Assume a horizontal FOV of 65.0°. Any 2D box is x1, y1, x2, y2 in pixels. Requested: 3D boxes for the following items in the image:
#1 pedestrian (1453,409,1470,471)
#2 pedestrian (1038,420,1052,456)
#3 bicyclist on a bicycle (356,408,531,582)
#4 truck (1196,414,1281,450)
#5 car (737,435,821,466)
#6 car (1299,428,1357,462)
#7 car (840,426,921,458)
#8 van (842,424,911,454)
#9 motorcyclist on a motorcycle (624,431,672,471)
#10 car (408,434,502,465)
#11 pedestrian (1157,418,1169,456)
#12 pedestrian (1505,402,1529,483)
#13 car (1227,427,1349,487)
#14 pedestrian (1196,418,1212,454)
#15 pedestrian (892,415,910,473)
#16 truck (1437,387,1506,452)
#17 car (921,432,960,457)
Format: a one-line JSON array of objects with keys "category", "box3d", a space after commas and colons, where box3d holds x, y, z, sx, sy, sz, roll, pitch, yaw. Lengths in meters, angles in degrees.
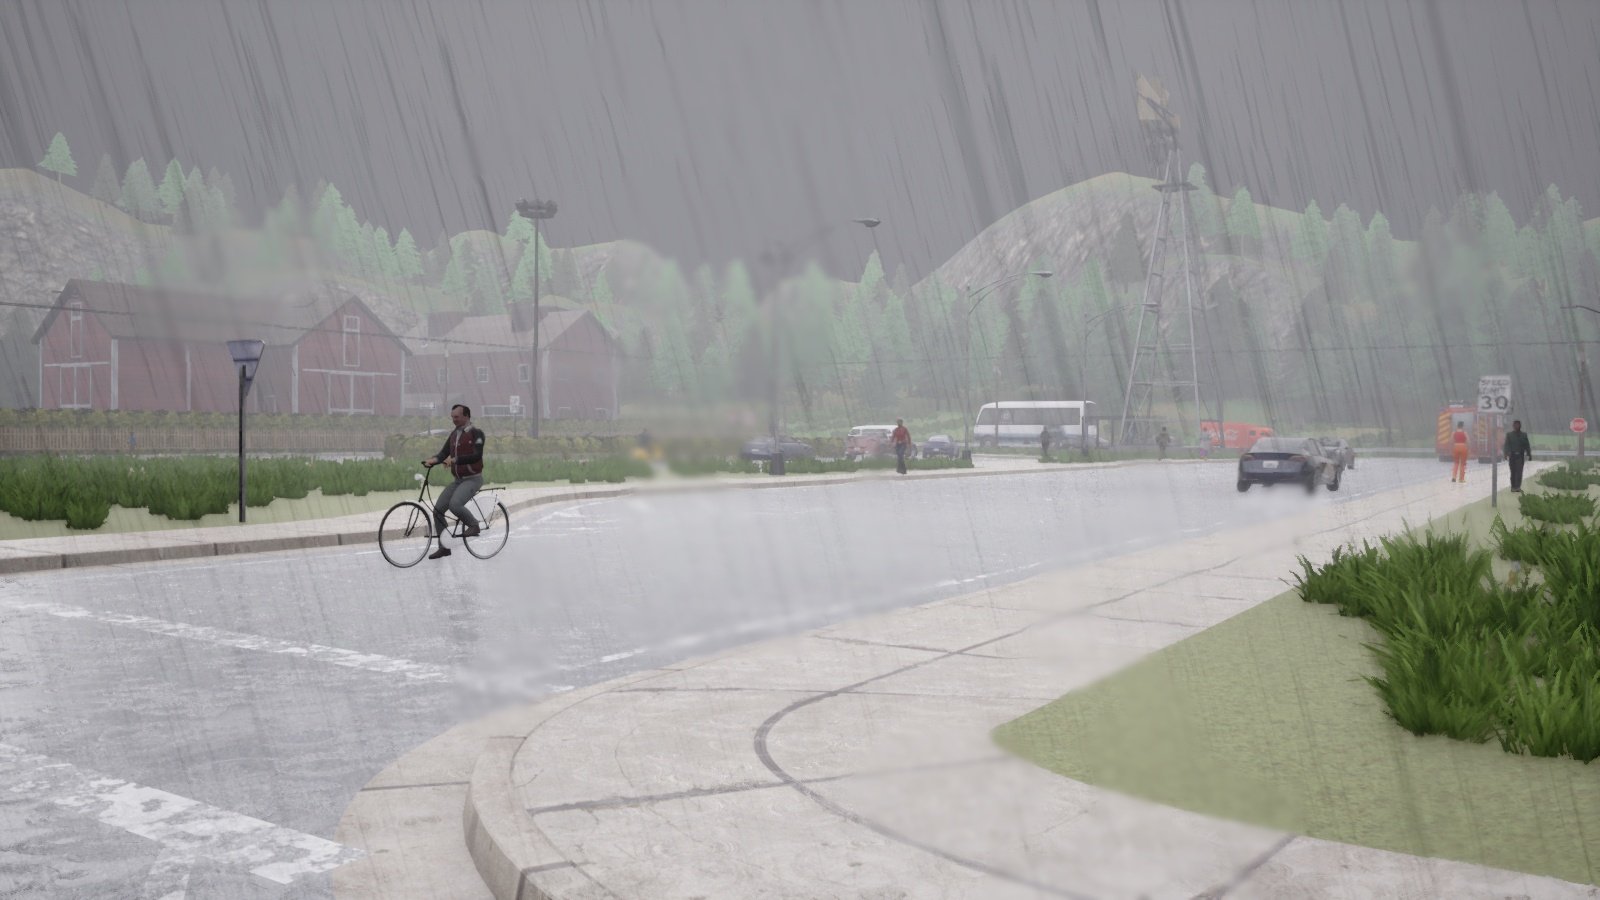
[{"category": "pedestrian", "box3d": [19.795, -0.306, 37.587, 0.345, 1.836, 0.594, 0, 1, 38]}, {"category": "pedestrian", "box3d": [12.752, -0.620, 65.247, 0.540, 1.848, 0.694, 0, 1, 27]}, {"category": "bicyclist on a bicycle", "box3d": [-3.862, 0.449, 13.748, 0.659, 1.776, 1.843, 0, 1, 33]}, {"category": "truck", "box3d": [31.811, -1.315, 91.129, 5.204, 2.467, 2.627, 2, 2, 34]}, {"category": "car", "box3d": [-0.949, -0.013, 59.808, 1.994, 1.385, 4.181, 0, 1, 33]}, {"category": "car", "box3d": [24.159, -0.257, 57.364, 1.845, 1.501, 3.633, 0, 1, 33]}, {"category": "car", "box3d": [4.412, -0.458, 68.029, 2.152, 1.651, 5.027, 0, 1, 33]}, {"category": "van", "box3d": [5.200, -0.761, 85.606, 2.069, 2.038, 4.480, -1, 1, -44]}, {"category": "motorcyclist on a motorcycle", "box3d": [-6.309, 0.030, 52.149, 0.866, 1.590, 1.817, 0, 1, 42]}, {"category": "car", "box3d": [-17.950, -0.054, 65.502, 2.007, 1.525, 4.514, 0, 1, 33]}, {"category": "pedestrian", "box3d": [18.508, -0.655, 64.018, 0.396, 1.930, 0.692, 0, 1, 32]}, {"category": "pedestrian", "box3d": [17.469, -0.193, 30.598, 0.423, 1.949, 0.788, 0, 1, 25]}, {"category": "car", "box3d": [13.243, 0.148, 33.901, 2.163, 1.488, 4.792, 0, 1, 33]}, {"category": "pedestrian", "box3d": [22.405, -0.767, 69.606, 0.659, 1.952, 0.873, 0, 1, 32]}, {"category": "pedestrian", "box3d": [3.249, -0.195, 40.430, 0.331, 1.846, 0.636, 0, 1, 32]}, {"category": "truck", "box3d": [42.002, -1.885, 78.419, 2.891, 3.827, 8.468, 0, 1, 35]}, {"category": "car", "box3d": [8.650, -0.374, 77.079, 1.812, 1.442, 4.674, 0, 1, 13]}]
